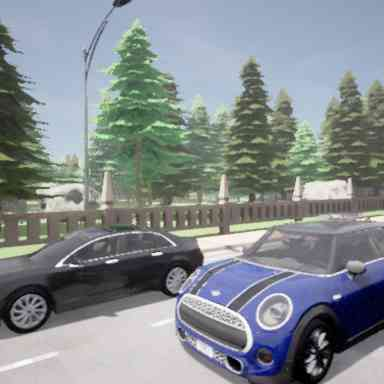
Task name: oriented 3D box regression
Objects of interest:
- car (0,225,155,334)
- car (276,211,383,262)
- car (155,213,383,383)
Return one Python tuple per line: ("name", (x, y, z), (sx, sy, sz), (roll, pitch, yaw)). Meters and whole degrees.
("car", (-1.962, 1.505, 6.914), (4.892, 1.490, 1.837), (-1, 0, -37))
("car", (5.458, 1.489, 12.467), (4.718, 1.301, 1.895), (-1, 0, -37))
("car", (1.944, 1.310, 5.465), (4.553, 1.767, 2.097), (-1, 0, -37))
